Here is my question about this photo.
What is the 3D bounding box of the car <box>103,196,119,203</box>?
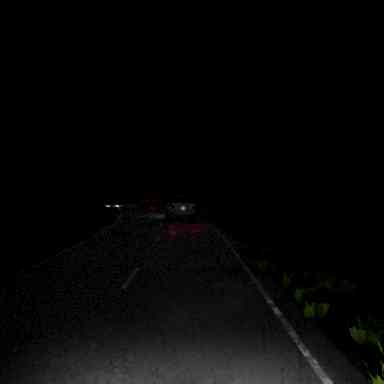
[{"bbox_3d":[-13.905,1.493,56.956,1.837,1.490,4.892,0,0,-27],"label":"car"}]

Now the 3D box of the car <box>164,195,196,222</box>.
[{"bbox_3d":[-1.006,1.222,26.923,2.150,2.045,5.566,0,0,-8],"label":"car"}]

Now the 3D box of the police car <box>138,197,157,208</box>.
[{"bbox_3d":[-6.623,1.491,49.013,2.038,1.542,4.974,0,0,-20],"label":"police car"}]
